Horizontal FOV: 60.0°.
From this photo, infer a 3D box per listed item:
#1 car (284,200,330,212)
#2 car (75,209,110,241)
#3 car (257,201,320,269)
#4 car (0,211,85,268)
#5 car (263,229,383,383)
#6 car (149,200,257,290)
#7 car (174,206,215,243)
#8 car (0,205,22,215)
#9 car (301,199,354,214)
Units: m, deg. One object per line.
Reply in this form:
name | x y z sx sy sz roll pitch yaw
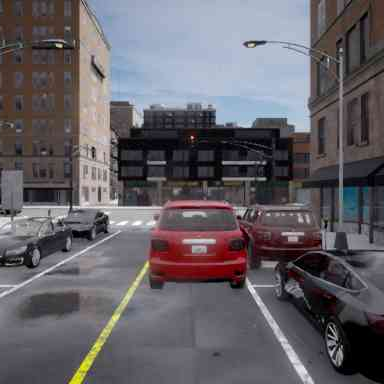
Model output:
car | 13.427 1.674 39.061 4.718 1.301 1.895 0 0 0
car | -5.377 1.565 16.740 1.947 1.339 4.313 0 0 0
car | 2.644 1.314 11.072 2.192 1.841 5.009 0 0 0
car | -5.381 1.550 11.077 2.008 1.369 4.403 0 0 0
car | 2.640 1.566 5.409 1.947 1.339 4.313 0 0 0
car | 0.086 1.221 9.232 2.150 2.045 5.566 0 0 -1
car | 0.102 1.525 16.991 1.812 1.442 4.674 0 0 0
car | -17.494 1.522 28.988 4.718 1.301 1.895 0 0 0
car | 14.540 1.584 35.808 4.892 1.490 1.837 0 0 1
